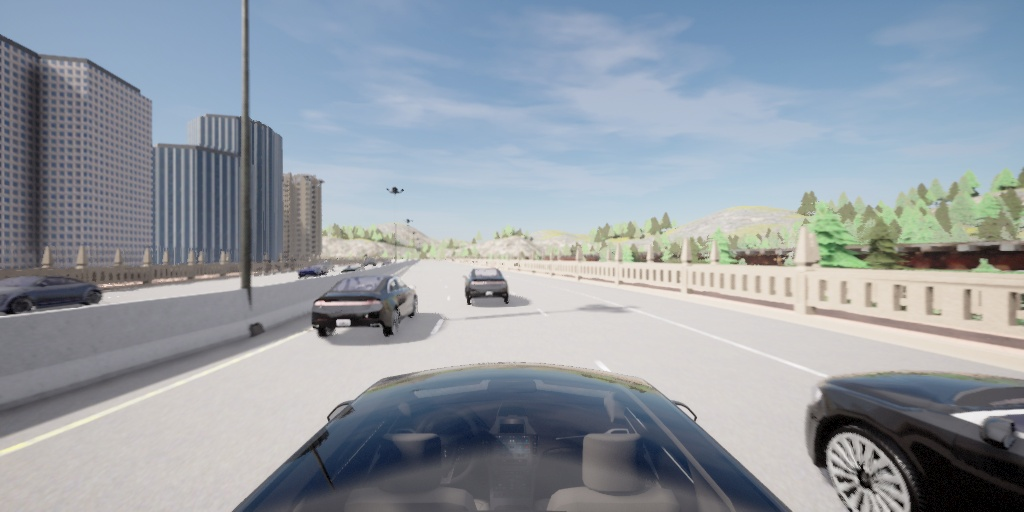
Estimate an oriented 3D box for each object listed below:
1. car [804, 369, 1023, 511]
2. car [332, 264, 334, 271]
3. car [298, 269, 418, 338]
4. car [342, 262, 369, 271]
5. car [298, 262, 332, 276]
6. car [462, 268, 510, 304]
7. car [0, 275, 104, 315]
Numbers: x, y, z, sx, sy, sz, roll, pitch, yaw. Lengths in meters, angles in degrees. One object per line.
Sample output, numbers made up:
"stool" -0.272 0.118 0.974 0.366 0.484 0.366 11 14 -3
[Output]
"car" 3.451 1.220 1.130 2.128 1.511 4.902 0 0 0
"car" -28.290 1.611 54.119 1.837 1.490 4.892 0 0 -14
"car" -4.001 1.297 10.469 2.128 1.511 4.902 0 0 -5
"car" -17.478 1.594 39.838 1.895 1.301 4.718 0 0 -14
"car" -20.331 1.598 36.852 1.895 1.301 4.718 0 0 -14
"car" -1.267 1.307 16.797 2.128 1.511 4.902 0 0 -8
"car" -18.676 1.463 13.886 1.994 1.385 4.181 0 0 -9
